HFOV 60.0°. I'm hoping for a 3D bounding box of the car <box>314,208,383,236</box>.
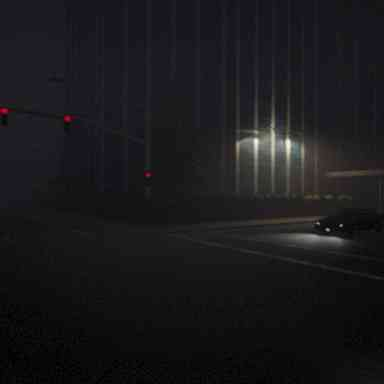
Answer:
[{"bbox_3d":[9.400,1.635,19.242,5.357,1.411,2.033,0,0,-35],"label":"car"}]
